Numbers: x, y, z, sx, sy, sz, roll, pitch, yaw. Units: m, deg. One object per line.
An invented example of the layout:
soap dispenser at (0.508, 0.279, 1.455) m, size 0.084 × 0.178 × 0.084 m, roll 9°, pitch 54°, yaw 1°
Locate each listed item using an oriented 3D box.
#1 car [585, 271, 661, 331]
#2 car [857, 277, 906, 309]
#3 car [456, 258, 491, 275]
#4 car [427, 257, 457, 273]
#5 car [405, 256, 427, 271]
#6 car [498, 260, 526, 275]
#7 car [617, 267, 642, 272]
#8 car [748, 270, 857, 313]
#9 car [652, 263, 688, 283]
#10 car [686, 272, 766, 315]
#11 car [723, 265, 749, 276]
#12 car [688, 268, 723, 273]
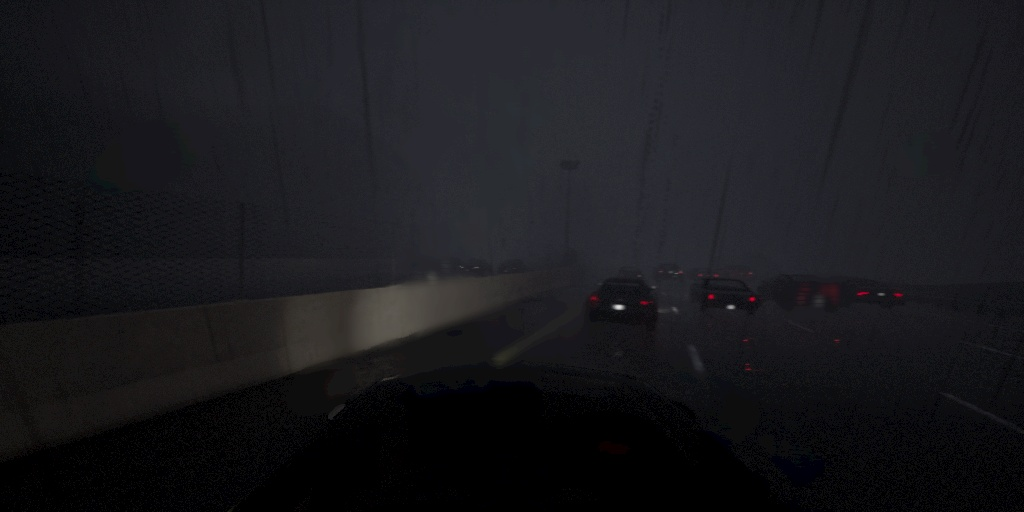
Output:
car at (3.663, 1.389, 11.686) m, size 1.994 × 1.385 × 4.181 m, roll 2°, pitch 0°, yaw 22°
car at (17.158, 1.765, 18.254) m, size 2.033 × 1.411 × 5.357 m, roll 2°, pitch 0°, yaw 19°
car at (-3.406, 1.040, 35.289) m, size 1.812 × 1.442 × 4.674 m, roll 2°, pitch 0°, yaw 16°
car at (-6.459, 0.889, 37.343) m, size 1.882 × 1.535 × 5.008 m, roll 2°, pitch 0°, yaw 15°
car at (-9.648, 0.785, 38.926) m, size 1.882 × 1.535 × 5.008 m, roll 2°, pitch 0°, yaw 15°
car at (0.063, 1.116, 34.707) m, size 2.128 × 1.511 × 4.902 m, roll 2°, pitch 0°, yaw 15°
car at (9.566, 1.540, 29.237) m, size 1.895 × 1.301 × 4.718 m, roll 2°, pitch 0°, yaw 16°
car at (12.834, 1.582, 16.341) m, size 2.128 × 1.511 × 4.902 m, roll 2°, pitch 0°, yaw 19°
car at (14.041, 1.417, 32.509) m, size 2.097 × 1.767 × 4.553 m, roll 2°, pitch 0°, yaw 15°
car at (8.694, 1.568, 15.071) m, size 1.895 × 1.301 × 4.718 m, roll 2°, pitch 0°, yaw 20°
car at (21.955, 1.650, 35.606) m, size 2.097 × 1.767 × 4.553 m, roll 2°, pitch 0°, yaw 13°
car at (18.112, 1.785, 34.327) m, size 1.895 × 1.301 × 4.718 m, roll 2°, pitch 0°, yaw 14°
